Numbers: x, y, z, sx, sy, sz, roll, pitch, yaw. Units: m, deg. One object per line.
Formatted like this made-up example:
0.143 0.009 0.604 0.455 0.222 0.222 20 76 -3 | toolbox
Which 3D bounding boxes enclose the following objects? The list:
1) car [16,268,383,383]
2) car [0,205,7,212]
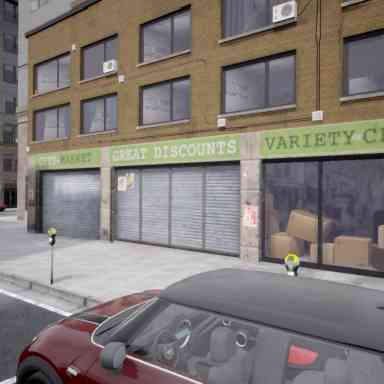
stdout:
0.240 1.440 2.894 4.097 1.590 1.967 0 1 35 | car
-19.429 1.458 29.774 1.895 1.301 4.718 1 1 34 | car
